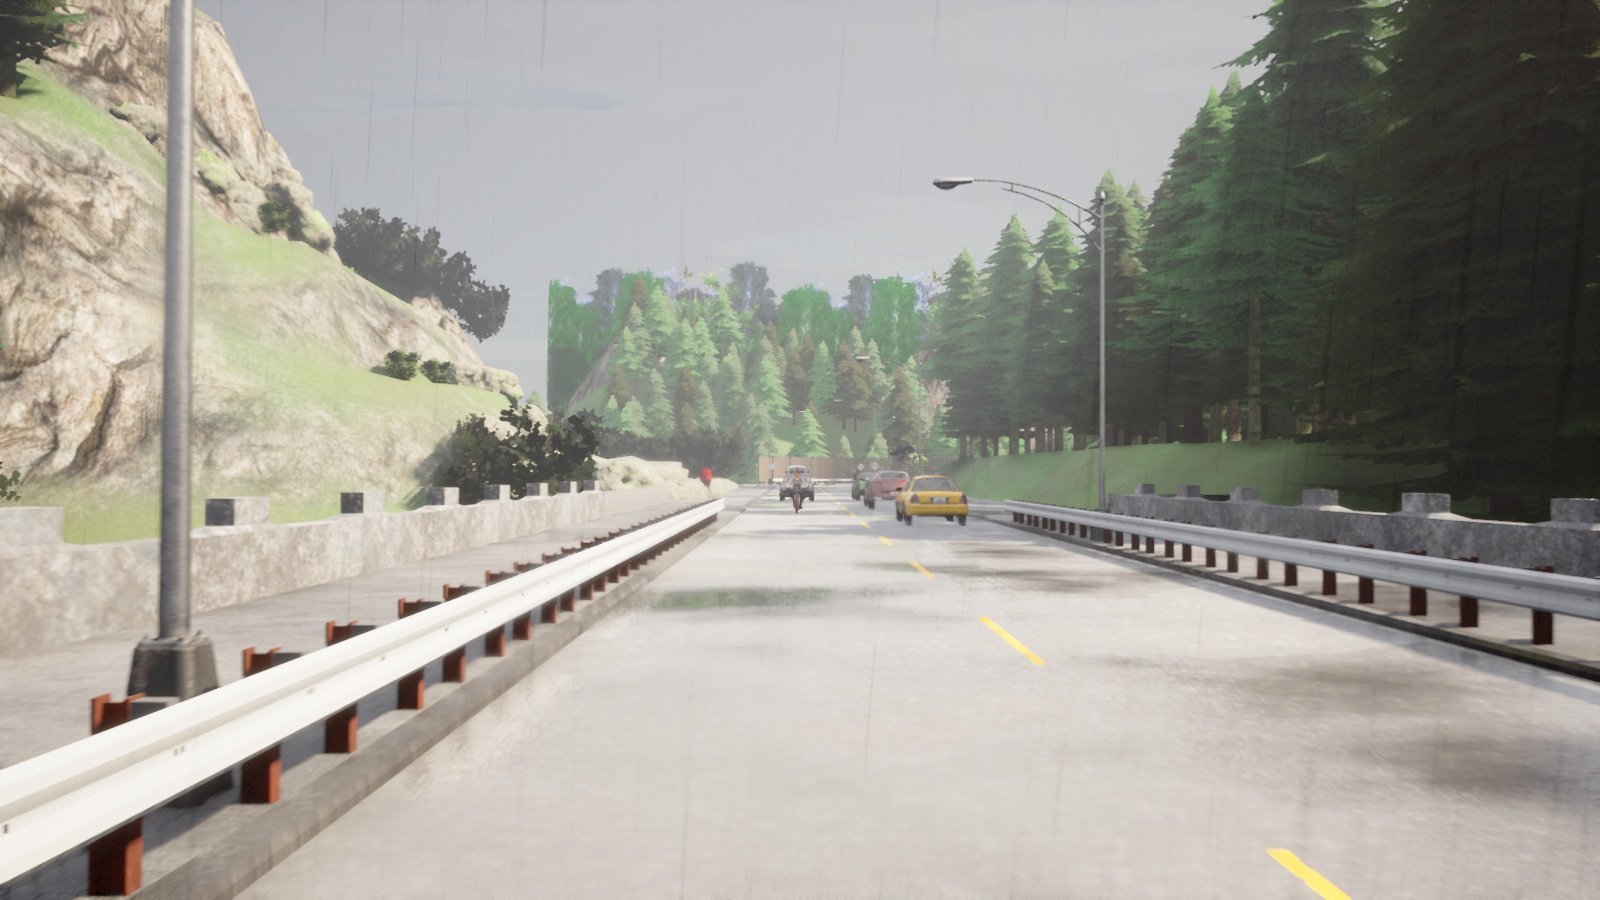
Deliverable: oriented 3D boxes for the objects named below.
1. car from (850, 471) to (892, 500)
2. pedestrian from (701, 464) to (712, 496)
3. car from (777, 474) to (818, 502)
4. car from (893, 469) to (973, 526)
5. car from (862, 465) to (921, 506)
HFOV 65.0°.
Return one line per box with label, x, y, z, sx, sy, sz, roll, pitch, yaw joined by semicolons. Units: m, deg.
car;3.851;1.896;68.672;2.007;1.525;4.514;0;-1;0
pedestrian;-5.416;1.768;72.968;0.634;1.844;0.899;0;-1;-5
car;-0.141;1.959;65.486;2.033;1.411;5.357;0;-1;0
car;3.920;1.373;37.821;1.801;1.575;5.366;0;-1;0
car;3.885;1.481;53.955;2.152;1.651;5.027;0;-1;0
